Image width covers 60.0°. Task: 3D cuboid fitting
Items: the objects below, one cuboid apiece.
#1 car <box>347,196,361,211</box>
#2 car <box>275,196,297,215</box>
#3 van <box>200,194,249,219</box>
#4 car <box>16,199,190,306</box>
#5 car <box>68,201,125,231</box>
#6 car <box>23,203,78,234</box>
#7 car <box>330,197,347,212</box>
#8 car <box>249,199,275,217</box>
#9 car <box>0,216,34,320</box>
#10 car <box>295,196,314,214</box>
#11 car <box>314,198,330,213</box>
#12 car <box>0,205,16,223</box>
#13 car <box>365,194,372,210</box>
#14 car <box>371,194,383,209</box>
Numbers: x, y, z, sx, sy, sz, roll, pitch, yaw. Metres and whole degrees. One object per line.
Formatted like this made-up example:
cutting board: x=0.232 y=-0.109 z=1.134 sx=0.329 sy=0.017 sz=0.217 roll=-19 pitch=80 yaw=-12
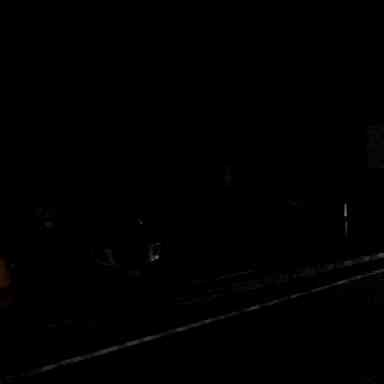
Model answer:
car: x=16.052 y=1.361 z=38.162 sx=2.231 sy=1.521 sz=4.892 roll=0 pitch=0 yaw=-36
car: x=7.021 y=1.398 z=31.706 sx=2.097 sy=1.535 sz=5.008 roll=0 pitch=0 yaw=-36
van: x=2.433 y=1.193 z=28.575 sx=1.878 sy=1.987 sz=4.442 roll=0 pitch=0 yaw=-36
car: x=-2.713 y=1.227 z=8.637 sx=2.435 sy=2.045 sz=5.566 roll=0 pitch=0 yaw=-36
car: x=-6.421 y=1.458 z=21.872 sx=1.946 sy=1.575 sz=5.366 roll=0 pitch=0 yaw=-36
car: x=-8.803 y=1.502 z=20.432 sx=2.163 sy=1.488 sz=4.792 roll=0 pitch=0 yaw=-36
car: x=13.788 y=1.368 z=36.558 sx=2.097 sy=1.535 sz=5.008 roll=0 pitch=0 yaw=-36
car: x=4.761 y=1.448 z=30.092 sx=2.002 sy=1.452 sz=4.674 roll=0 pitch=0 yaw=-36
car: x=-4.901 y=1.486 z=6.879 sx=1.946 sy=1.575 sz=5.366 roll=0 pitch=0 yaw=-36
car: x=9.277 y=1.428 z=33.322 sx=2.002 sy=1.452 sz=4.674 roll=0 pitch=0 yaw=-36
car: x=11.515 y=1.253 z=34.964 sx=2.185 sy=1.767 sz=4.553 roll=0 pitch=0 yaw=-36
car: x=-11.048 y=1.484 z=18.800 sx=2.231 sy=1.521 sz=4.892 roll=0 pitch=0 yaw=-36
car: x=18.289 y=1.380 z=39.804 sx=2.163 sy=1.488 sz=4.792 roll=0 pitch=0 yaw=-36
car: x=20.671 y=1.339 z=41.243 sx=1.946 sy=1.575 sz=5.366 roll=0 pitch=0 yaw=-36
